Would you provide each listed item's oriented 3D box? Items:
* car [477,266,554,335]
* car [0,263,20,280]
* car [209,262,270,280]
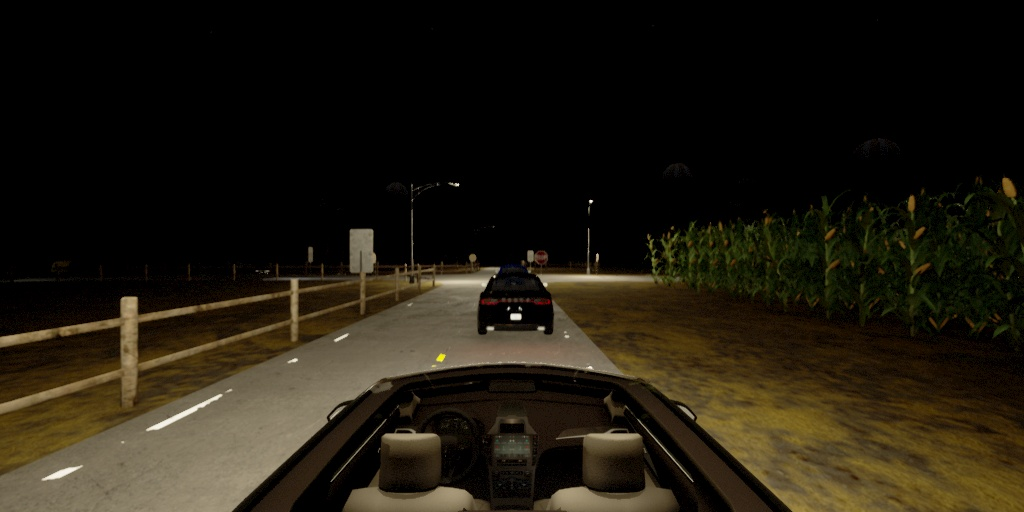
[{"bbox_3d":[0.078,1.217,10.537,1.882,1.535,5.008,0,0,0],"label":"car"},{"bbox_3d":[-48.905,1.251,32.801,5.566,2.045,2.150,-1,1,1],"label":"car"},{"bbox_3d":[-24.750,1.333,32.694,4.902,1.511,2.128,0,1,0],"label":"car"}]
